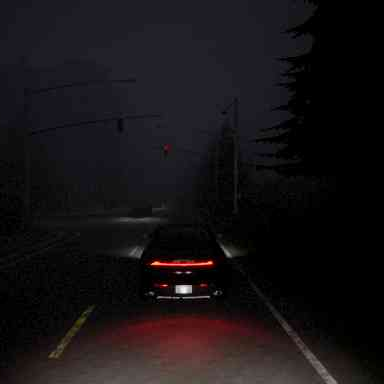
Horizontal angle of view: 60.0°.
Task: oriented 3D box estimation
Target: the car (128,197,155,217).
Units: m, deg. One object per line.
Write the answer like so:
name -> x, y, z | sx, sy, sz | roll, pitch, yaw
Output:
car -> -4.821, 1.474, 31.339 | 1.882, 1.535, 5.008 | 0, 0, -2

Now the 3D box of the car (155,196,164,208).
car -> -5.467, 1.525, 47.730 | 1.812, 1.442, 4.674 | 0, 0, -3

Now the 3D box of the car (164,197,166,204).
car -> -6.058, 1.514, 64.341 | 1.895, 1.301, 4.718 | 0, 0, -2

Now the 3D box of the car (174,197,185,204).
car -> -2.338, 1.564, 61.366 | 1.994, 1.385, 4.181 | 0, 0, -2

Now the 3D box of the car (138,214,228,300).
car -> -0.228, 1.505, 8.416 | 1.837, 1.490, 4.892 | 0, 0, -2
